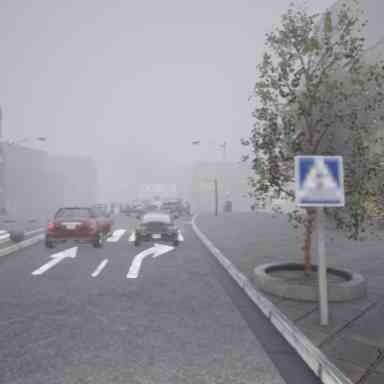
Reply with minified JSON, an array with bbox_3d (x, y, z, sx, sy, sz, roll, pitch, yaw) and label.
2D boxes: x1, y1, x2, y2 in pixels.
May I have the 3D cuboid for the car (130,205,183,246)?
[{"bbox_3d":[-1.585,1.530,15.165,1.812,1.442,4.674,0,0,-5],"label":"car"}]

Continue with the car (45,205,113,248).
[{"bbox_3d":[-4.817,1.346,14.830,2.097,1.767,4.553,0,0,-5],"label":"car"}]

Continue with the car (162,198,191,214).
[{"bbox_3d":[-1.411,1.316,29.730,1.837,1.490,4.892,-1,-1,11],"label":"car"}]

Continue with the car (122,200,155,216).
[{"bbox_3d":[-4.599,1.435,30.371,2.033,1.411,5.357,-1,-2,11],"label":"car"}]
